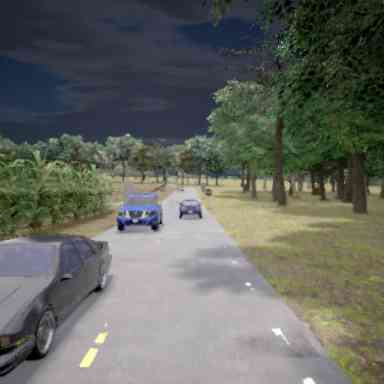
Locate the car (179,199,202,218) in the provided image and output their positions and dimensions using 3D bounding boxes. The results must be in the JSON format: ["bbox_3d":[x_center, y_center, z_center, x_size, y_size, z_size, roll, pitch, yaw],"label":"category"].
[{"bbox_3d":[-0.103,1.341,27.854,1.812,1.442,4.674,0,1,0],"label":"car"}]

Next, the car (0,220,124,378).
[{"bbox_3d":[-2.877,1.540,6.171,2.033,1.411,5.357,0,0,0],"label":"car"}]

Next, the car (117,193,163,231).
[{"bbox_3d":[-2.953,1.115,19.953,2.150,2.045,5.566,0,0,-1],"label":"car"}]
